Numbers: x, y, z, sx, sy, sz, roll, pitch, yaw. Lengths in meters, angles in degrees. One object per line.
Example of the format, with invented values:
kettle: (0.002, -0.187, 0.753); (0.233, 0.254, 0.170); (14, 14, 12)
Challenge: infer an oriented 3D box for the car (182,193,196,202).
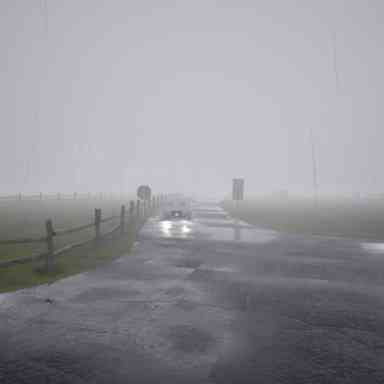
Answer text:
car: (-0.523, 0.886, 49.720); (1.812, 1.442, 4.674); (1, 1, 5)

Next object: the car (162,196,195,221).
car: (-1.086, 1.252, 23.721); (1.994, 1.385, 4.181); (1, 1, -3)
